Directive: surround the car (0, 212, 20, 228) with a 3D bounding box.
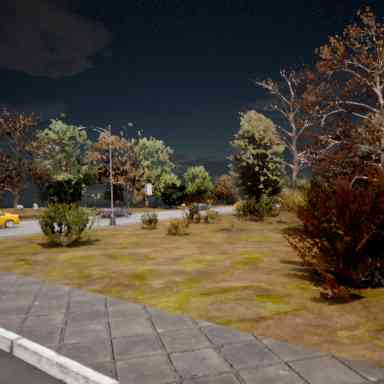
[{"bbox_3d":[-17.073,2.369,27.674,1.882,1.535,5.008,-3,-2,33],"label":"car"}]

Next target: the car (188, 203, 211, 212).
[{"bbox_3d":[1.410,2.615,56.751,2.033,1.411,5.357,-3,-2,32],"label":"car"}]

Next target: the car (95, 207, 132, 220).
[{"bbox_3d":[-9.516,2.476,39.447,2.033,1.411,5.357,-3,-2,32],"label":"car"}]
